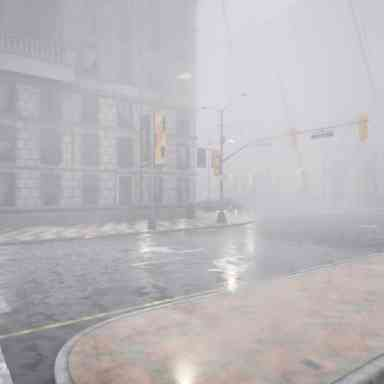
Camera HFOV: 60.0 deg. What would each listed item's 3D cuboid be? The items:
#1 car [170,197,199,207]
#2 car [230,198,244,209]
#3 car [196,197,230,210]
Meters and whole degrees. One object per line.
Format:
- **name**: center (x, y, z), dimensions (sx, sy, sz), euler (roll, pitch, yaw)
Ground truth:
- **car**: center (-1.335, 1.548, 53.410), dimensions (2.033, 1.411, 5.357), euler (0, 0, -35)
- **car**: center (4.900, 1.505, 44.684), dimensions (1.837, 1.490, 4.892), euler (0, 0, -36)
- **car**: center (2.339, 1.564, 42.252), dimensions (1.994, 1.385, 4.181), euler (0, 0, -36)
